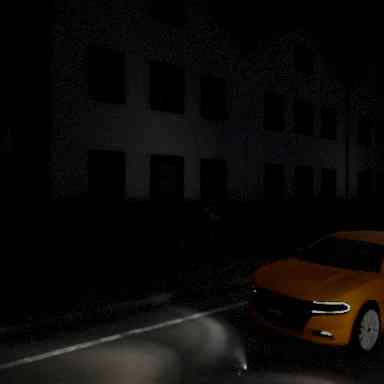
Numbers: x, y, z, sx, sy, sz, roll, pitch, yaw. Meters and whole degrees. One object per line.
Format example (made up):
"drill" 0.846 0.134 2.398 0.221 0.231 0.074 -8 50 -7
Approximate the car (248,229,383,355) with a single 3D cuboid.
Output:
"car" 3.253 1.504 6.312 5.008 1.535 1.882 0 0 -35
